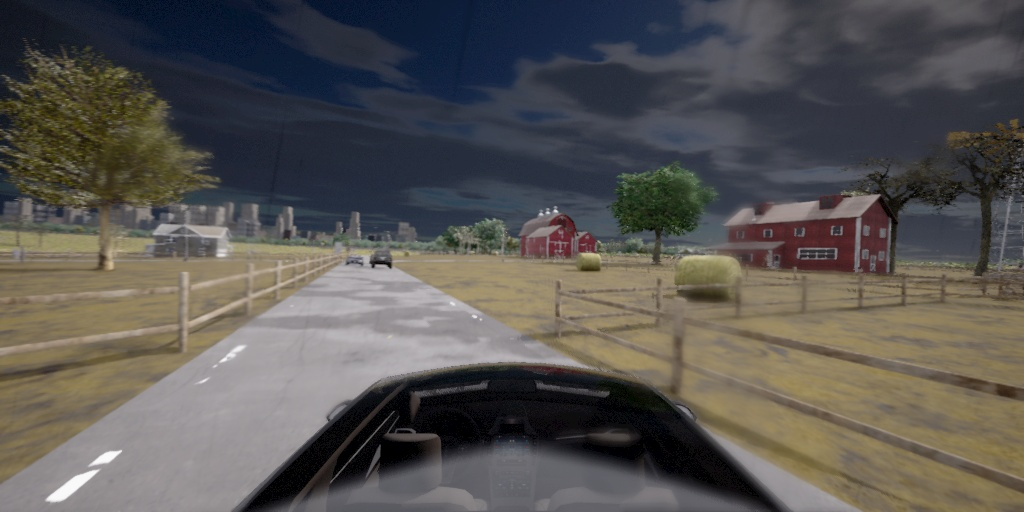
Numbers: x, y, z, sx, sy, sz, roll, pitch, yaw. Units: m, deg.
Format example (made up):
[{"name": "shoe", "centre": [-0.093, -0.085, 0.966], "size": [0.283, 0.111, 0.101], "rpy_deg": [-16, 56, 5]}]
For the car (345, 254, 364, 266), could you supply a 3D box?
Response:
[{"name": "car", "centre": [-19.269, 0.518, 44.030], "size": [1.994, 1.385, 4.181], "rpy_deg": [3, 0, -22]}]

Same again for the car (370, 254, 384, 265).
[{"name": "car", "centre": [-20.288, 0.470, 53.749], "size": [1.812, 1.442, 4.674], "rpy_deg": [3, 0, -23]}]

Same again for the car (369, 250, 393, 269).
[{"name": "car", "centre": [-15.140, 0.365, 41.722], "size": [2.150, 2.045, 5.566], "rpy_deg": [3, 0, -22]}]
